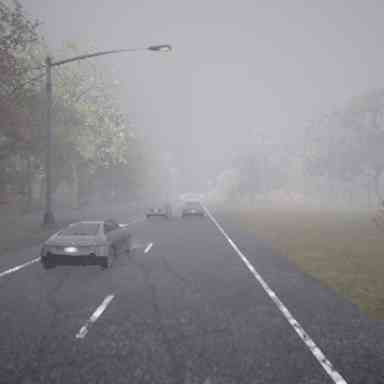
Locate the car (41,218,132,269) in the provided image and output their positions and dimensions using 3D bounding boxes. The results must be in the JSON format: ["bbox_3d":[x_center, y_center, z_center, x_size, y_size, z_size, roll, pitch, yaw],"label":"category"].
[{"bbox_3d":[-3.304,1.564,11.176,1.994,1.385,4.181,0,0,1],"label":"car"}]

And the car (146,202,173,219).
[{"bbox_3d":[-2.775,1.549,28.962,2.033,1.411,5.357,0,0,2],"label":"car"}]

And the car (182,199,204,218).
[{"bbox_3d":[0.097,1.566,29.973,1.994,1.385,4.181,0,0,0],"label":"car"}]
